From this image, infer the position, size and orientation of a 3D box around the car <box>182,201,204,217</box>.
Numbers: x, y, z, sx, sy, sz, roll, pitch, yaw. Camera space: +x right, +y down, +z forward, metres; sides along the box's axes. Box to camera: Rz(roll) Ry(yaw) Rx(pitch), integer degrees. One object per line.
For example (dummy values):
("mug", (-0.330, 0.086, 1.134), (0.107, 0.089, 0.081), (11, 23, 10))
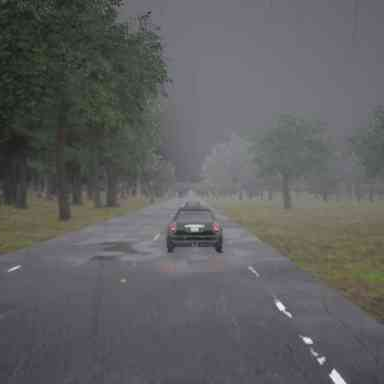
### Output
("car", (0.097, 1.623, 32.453), (1.994, 1.385, 4.181), (0, 0, 0))

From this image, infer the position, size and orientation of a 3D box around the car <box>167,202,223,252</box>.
("car", (0.098, 1.375, 14.167), (2.097, 1.767, 4.553), (0, 0, 0))
